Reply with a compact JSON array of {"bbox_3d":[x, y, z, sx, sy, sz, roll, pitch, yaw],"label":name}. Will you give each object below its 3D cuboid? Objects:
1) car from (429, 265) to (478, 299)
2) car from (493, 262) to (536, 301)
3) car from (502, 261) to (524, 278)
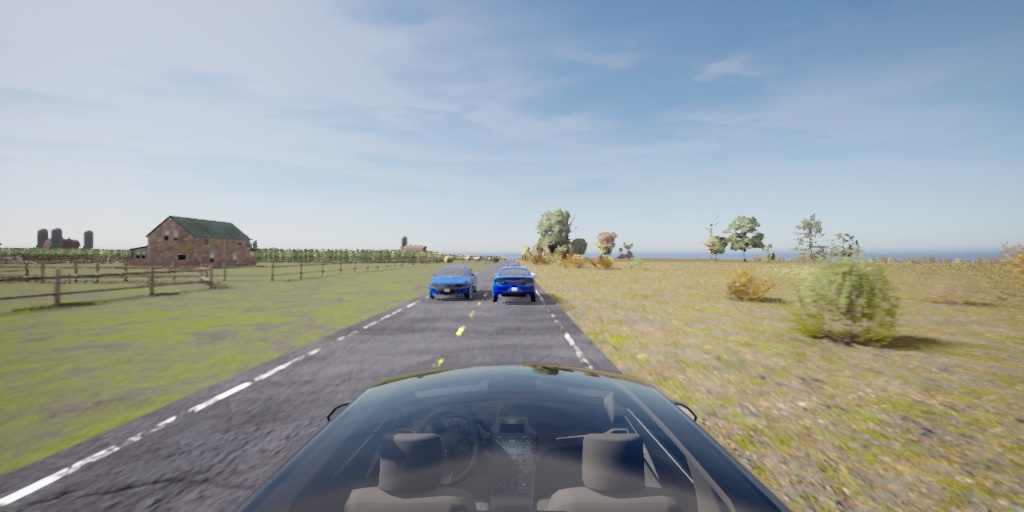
[{"bbox_3d":[-2.850,1.240,18.214,1.882,1.535,5.008,0,0,0],"label":"car"},{"bbox_3d":[0.099,1.238,17.446,1.882,1.535,5.008,0,0,0],"label":"car"},{"bbox_3d":[0.098,1.295,36.267,2.128,1.511,4.902,0,0,0],"label":"car"}]
